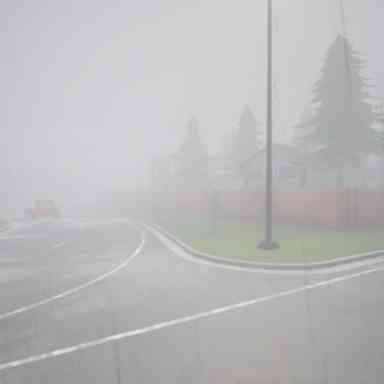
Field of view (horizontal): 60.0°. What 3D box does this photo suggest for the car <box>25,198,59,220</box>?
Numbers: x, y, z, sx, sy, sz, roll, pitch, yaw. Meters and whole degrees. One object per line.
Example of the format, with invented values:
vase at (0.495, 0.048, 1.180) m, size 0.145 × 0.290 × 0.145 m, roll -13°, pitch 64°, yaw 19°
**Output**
car at (-13.155, 1.395, 28.992) m, size 2.097 × 1.767 × 4.553 m, roll 0°, pitch 0°, yaw -35°
